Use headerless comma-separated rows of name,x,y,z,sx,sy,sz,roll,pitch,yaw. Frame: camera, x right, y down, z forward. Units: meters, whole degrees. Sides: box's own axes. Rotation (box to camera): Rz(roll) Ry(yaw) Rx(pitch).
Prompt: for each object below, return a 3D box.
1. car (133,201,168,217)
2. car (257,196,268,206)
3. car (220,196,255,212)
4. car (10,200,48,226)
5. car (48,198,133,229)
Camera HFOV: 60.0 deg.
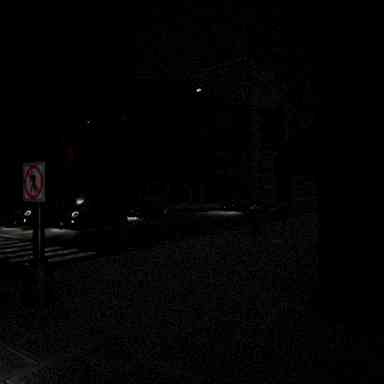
car,-4.072,1.474,30.323,1.994,1.385,4.181,0,0,35
car,9.460,1.359,49.312,2.033,1.411,5.357,0,0,36
car,4.897,1.362,37.347,1.837,1.490,4.892,0,0,35
car,-9.653,1.303,22.428,2.097,1.767,4.553,0,0,35
car,-6.385,1.294,21.416,2.097,1.767,4.553,0,0,35
